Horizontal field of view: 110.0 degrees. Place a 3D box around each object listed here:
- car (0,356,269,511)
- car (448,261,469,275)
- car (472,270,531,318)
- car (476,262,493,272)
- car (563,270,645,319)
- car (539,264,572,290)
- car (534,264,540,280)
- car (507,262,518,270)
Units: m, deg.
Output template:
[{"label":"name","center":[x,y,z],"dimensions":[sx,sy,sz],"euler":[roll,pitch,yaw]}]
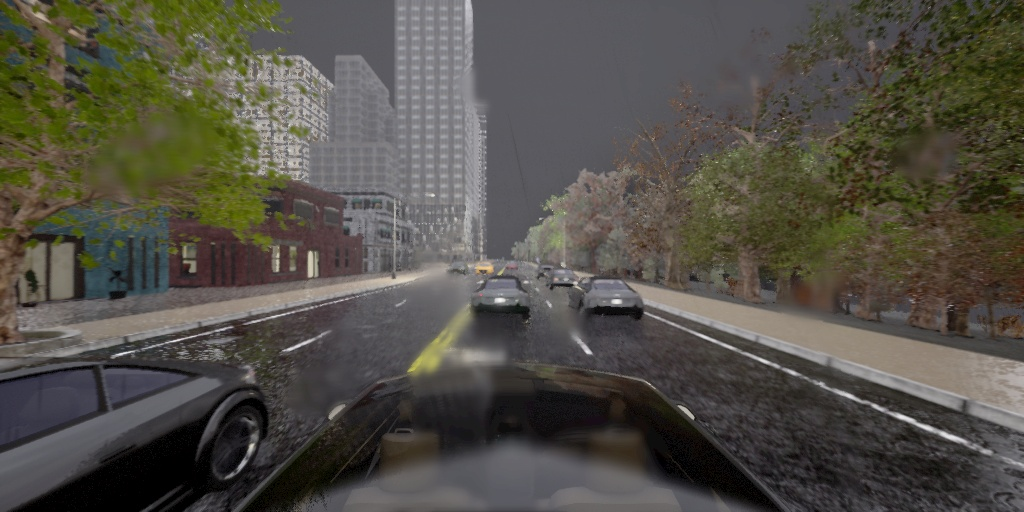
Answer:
[{"label":"car","center":[-3.349,1.314,1.756],"dimensions":[1.994,1.385,4.181],"euler":[0,0,0]},{"label":"car","center":[-6.563,1.421,44.360],"dimensions":[2.097,1.767,4.553],"euler":[0,0,0]},{"label":"car","center":[-0.318,1.403,13.493],"dimensions":[1.994,1.385,4.181],"euler":[0,0,2]},{"label":"car","center":[-3.316,1.545,44.079],"dimensions":[1.882,1.535,5.008],"euler":[0,0,0]},{"label":"car","center":[3.254,1.399,13.144],"dimensions":[1.994,1.385,4.181],"euler":[0,0,0]},{"label":"car","center":[3.257,1.466,24.144],"dimensions":[2.033,1.411,5.357],"euler":[0,0,0]},{"label":"car","center":[3.261,1.505,35.145],"dimensions":[1.837,1.490,4.892],"euler":[0,0,0]},{"label":"car","center":[0.046,1.766,64.932],"dimensions":[1.994,1.385,4.181],"euler":[0,0,0]}]
